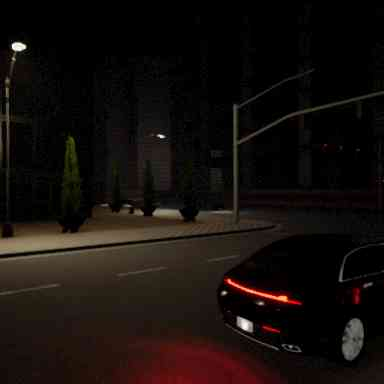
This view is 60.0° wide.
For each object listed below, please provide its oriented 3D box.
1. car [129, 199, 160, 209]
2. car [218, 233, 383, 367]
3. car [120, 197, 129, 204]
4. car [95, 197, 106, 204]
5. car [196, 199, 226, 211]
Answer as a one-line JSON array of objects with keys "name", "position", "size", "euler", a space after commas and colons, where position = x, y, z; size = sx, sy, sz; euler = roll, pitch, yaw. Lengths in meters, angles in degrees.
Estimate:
[{"name": "car", "position": [-6.180, 1.575, 44.421], "size": [1.895, 1.301, 4.718], "euler": [0, 0, -36]}, {"name": "car", "position": [2.675, 1.483, 5.775], "size": [4.892, 1.490, 1.837], "euler": [0, 0, -35]}, {"name": "car", "position": [-12.390, 1.563, 59.036], "size": [1.895, 1.301, 4.718], "euler": [0, 0, -36]}, {"name": "car", "position": [-16.956, 1.584, 59.410], "size": [1.994, 1.385, 4.181], "euler": [0, 0, -36]}, {"name": "car", "position": [1.638, 1.506, 39.612], "size": [2.033, 1.411, 5.357], "euler": [0, 0, -36]}]
